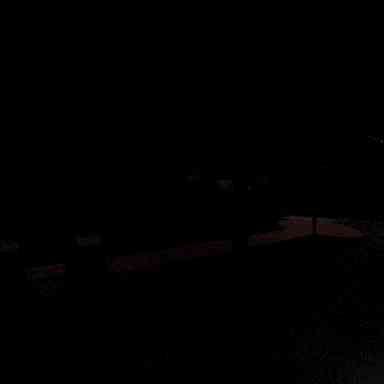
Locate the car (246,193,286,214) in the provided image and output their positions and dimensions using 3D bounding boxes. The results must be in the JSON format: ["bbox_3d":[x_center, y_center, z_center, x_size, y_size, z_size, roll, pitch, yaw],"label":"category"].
[{"bbox_3d":[5.329,1.065,29.157,5.566,2.045,2.150,0,0,42],"label":"car"}]
